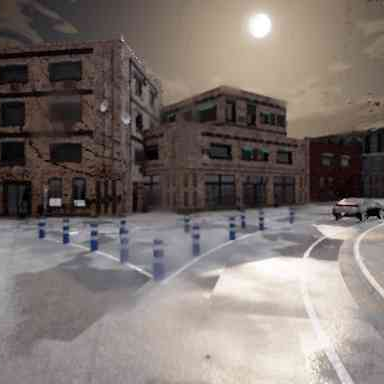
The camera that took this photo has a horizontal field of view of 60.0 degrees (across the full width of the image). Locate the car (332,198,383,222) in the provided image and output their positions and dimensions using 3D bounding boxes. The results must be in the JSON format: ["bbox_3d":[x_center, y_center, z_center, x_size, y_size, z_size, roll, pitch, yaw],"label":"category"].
[{"bbox_3d":[11.554,1.155,22.967,4.902,1.511,2.128,-2,1,-40],"label":"car"}]
